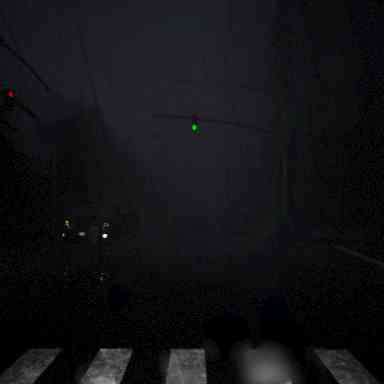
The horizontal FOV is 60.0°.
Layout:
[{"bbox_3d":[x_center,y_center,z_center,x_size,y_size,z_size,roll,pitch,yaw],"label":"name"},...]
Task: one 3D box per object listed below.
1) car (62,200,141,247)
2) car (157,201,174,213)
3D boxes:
[{"bbox_3d":[-4.154,1.413,16.398,2.150,2.045,5.566,0,-1,8],"label":"car"},{"bbox_3d":[-3.543,1.988,44.907,1.837,1.490,4.892,0,-1,0],"label":"car"}]
